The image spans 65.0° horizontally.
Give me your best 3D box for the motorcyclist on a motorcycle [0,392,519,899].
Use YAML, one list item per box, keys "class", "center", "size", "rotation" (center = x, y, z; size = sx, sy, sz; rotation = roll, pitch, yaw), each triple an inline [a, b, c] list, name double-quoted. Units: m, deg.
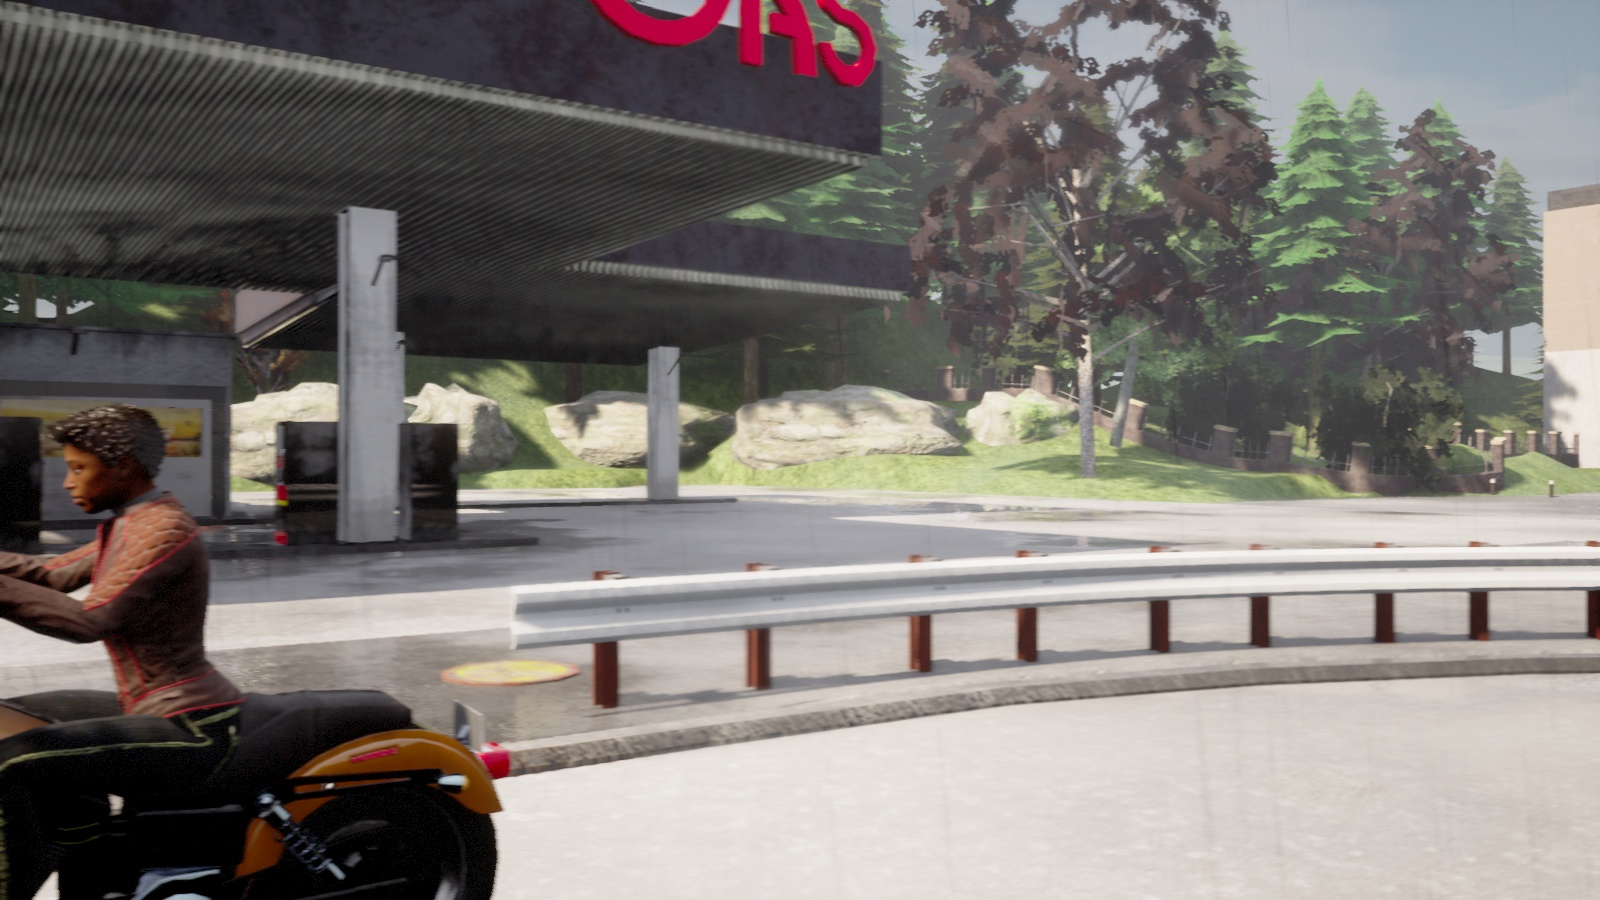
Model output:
- class: "motorcyclist on a motorcycle"
  center: [-1.917, 0.703, 2.905]
  size: [2.350, 1.649, 0.766]
  rotation: [0, 0, -32]
